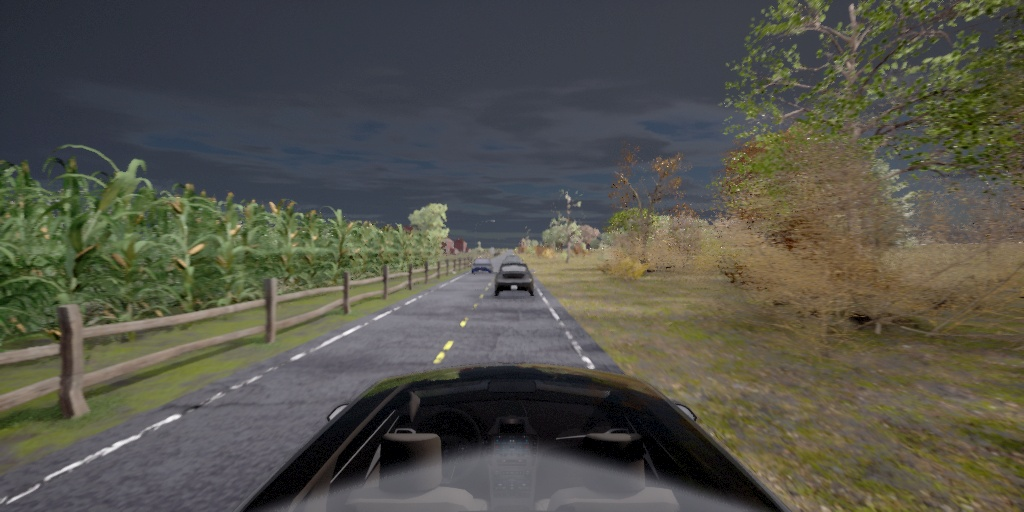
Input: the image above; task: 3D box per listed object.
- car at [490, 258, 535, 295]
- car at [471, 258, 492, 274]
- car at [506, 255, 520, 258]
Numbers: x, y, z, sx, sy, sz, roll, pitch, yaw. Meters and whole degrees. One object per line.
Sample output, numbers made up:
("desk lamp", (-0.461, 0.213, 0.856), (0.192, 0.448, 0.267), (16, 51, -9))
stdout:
("car", (0.095, 1.064, 17.955), (1.837, 1.490, 4.892), (0, 1, 0))
("car", (-2.751, 0.909, 33.948), (2.033, 1.411, 5.357), (0, 1, 0))
("car", (0.082, 0.688, 35.506), (2.097, 1.767, 4.553), (0, 1, 0))
